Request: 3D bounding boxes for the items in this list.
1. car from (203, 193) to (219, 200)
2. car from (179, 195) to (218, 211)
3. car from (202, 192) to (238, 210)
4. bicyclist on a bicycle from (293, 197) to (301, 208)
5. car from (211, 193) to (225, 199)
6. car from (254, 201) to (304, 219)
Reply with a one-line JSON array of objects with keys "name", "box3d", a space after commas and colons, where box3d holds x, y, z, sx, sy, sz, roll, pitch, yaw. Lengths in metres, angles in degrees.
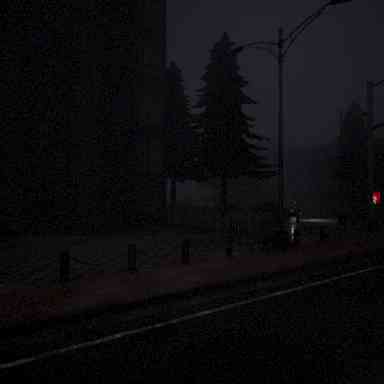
[{"name": "car", "box3d": [5.304, 1.113, 92.476, 1.932, 1.855, 4.605, 0, 0, -37]}, {"name": "car", "box3d": [0.411, 1.493, 39.039, 1.882, 1.535, 5.008, 0, 0, -37]}, {"name": "car", "box3d": [3.231, 1.235, 41.417, 2.150, 2.045, 5.566, 0, 0, -37]}, {"name": "bicyclist on a bicycle", "box3d": [11.559, 1.316, 36.665, 1.656, 1.620, 0.582, 0, 0, -37]}, {"name": "car", "box3d": [7.394, 1.092, 94.536, 1.905, 1.878, 3.866, 0, 0, -37]}, {"name": "car", "box3d": [7.616, 1.541, 29.505, 1.812, 1.442, 4.674, 0, 0, -38]}]
